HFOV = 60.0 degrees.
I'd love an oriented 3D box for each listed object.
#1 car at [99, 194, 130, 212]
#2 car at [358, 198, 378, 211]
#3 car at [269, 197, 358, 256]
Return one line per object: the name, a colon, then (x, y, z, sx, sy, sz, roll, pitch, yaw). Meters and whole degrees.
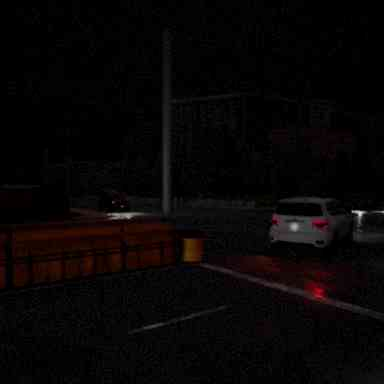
car: (-9.137, 1.206, 38.741, 2.150, 2.045, 5.566, 0, 0, -34)
car: (20.641, 1.482, 40.198, 4.674, 1.442, 1.812, 0, 0, -35)
car: (4.941, 1.212, 13.375, 2.150, 2.045, 5.566, 1, 1, 34)
